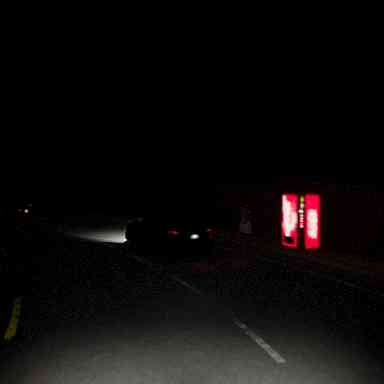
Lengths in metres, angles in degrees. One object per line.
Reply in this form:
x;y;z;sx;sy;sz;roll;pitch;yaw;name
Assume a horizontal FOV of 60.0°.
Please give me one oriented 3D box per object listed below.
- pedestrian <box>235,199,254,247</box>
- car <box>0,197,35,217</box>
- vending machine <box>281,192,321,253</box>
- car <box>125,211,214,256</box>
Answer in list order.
1.988;1.151;12.555;0.375;1.860;0.375;0;1;-31;pedestrian
-14.809;1.211;27.469;4.892;1.490;1.837;0;1;39;car
3.953;1.056;12.089;1.100;2.100;0.880;0;1;-29;vending machine
-0.991;1.423;12.630;1.994;1.385;4.181;0;1;-32;car
